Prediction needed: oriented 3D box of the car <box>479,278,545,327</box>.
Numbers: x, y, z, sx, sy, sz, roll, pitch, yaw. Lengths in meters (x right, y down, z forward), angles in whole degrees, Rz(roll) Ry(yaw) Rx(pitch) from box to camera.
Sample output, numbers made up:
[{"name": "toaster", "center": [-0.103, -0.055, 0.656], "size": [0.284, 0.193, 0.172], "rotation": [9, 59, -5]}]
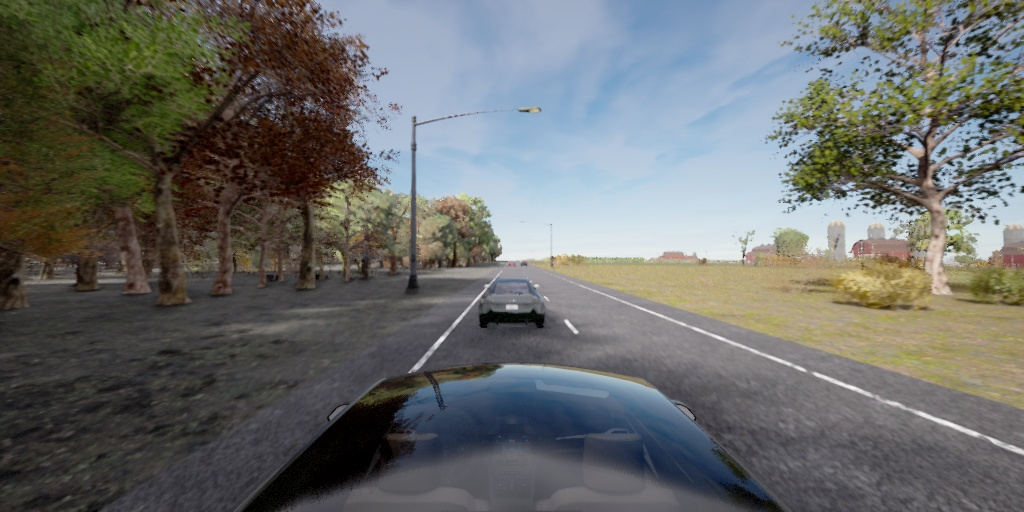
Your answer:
[{"name": "car", "center": [-0.001, 1.425, 12.034], "size": [1.994, 1.385, 4.181], "rotation": [0, -1, 0]}]
